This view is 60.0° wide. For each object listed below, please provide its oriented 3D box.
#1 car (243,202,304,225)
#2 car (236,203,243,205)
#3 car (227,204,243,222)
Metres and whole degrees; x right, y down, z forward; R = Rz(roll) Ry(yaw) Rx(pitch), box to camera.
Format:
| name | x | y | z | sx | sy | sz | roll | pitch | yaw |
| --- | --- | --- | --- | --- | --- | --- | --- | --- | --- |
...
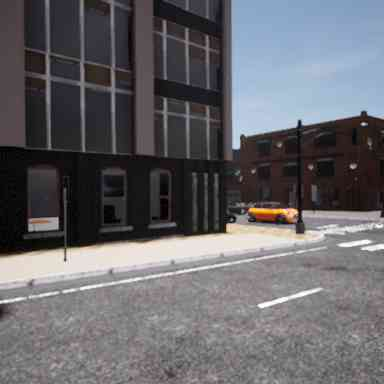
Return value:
| name | x | y | z | sx | sy | sz | roll | pitch | yaw |
| --- | --- | --- | --- | --- | --- | --- | --- | --- | --- |
| car | 6.718 | 1.625 | 26.953 | 2.097 | 1.767 | 4.553 | -1 | -1 | -37 |
| car | 5.526 | 1.919 | 38.385 | 2.008 | 1.369 | 4.403 | -2 | 0 | -37 |
| car | 1.925 | 1.934 | 28.783 | 1.947 | 1.339 | 4.313 | -2 | 0 | -37 |
